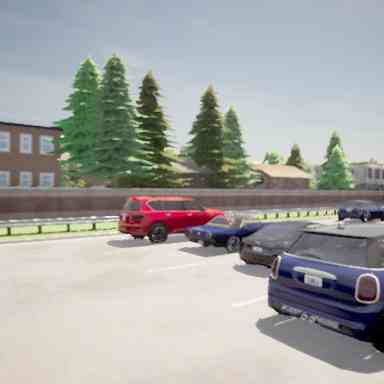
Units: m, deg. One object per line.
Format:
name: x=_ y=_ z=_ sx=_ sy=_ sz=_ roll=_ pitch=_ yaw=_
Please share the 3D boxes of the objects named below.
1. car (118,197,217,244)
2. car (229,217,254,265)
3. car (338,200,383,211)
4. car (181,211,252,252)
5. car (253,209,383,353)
car: x=-0.789 y=1.247 z=16.076 sx=5.566 sy=2.045 sz=2.150 roll=0 pitch=0 yaw=-36
car: x=3.475 y=1.590 z=10.522 sx=4.181 sy=1.385 sz=1.994 roll=0 pitch=0 yaw=-35
car: x=13.591 y=1.428 z=26.335 sx=4.553 sy=1.767 sz=2.097 roll=0 pitch=0 yaw=-35
car: x=2.134 y=1.629 z=13.864 sx=4.718 sy=1.301 sz=1.895 roll=0 pitch=0 yaw=-35
car: x=3.574 y=1.371 z=6.294 sx=4.553 sy=1.767 sz=2.097 roll=0 pitch=0 yaw=-35
